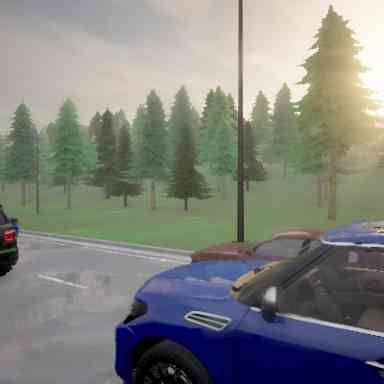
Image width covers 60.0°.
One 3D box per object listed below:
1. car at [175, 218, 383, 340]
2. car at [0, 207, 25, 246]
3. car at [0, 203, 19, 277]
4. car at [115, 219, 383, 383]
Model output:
[{"bbox_3d":[2.213,1.478,6.699,5.008,1.535,1.882,0,0,36],"label":"car"},{"bbox_3d":[-9.992,1.477,15.398,5.008,1.535,1.882,0,0,35],"label":"car"},{"bbox_3d":[-6.878,1.221,8.887,5.566,2.045,2.150,0,0,35],"label":"car"},{"bbox_3d":[1.849,1.224,2.695,5.566,2.045,2.150,0,0,36],"label":"car"}]
